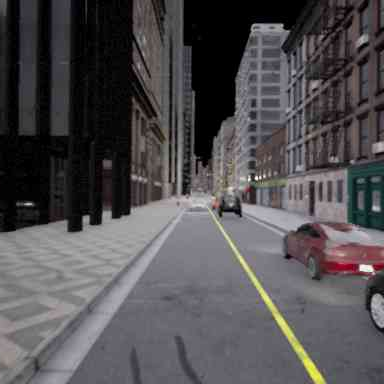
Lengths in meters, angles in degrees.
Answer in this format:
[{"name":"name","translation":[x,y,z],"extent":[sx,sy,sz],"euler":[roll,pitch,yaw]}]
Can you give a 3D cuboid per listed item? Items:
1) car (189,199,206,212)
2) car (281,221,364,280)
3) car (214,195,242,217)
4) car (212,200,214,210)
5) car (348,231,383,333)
[{"name":"car","translation":[0.713,1.594,39.780],"extent":[1.812,1.442,4.674],"euler":[1,0,1]},{"name":"car","translation":[4.052,1.591,9.966],"extent":[1.812,1.442,4.674],"euler":[1,0,1]},{"name":"car","translation":[3.605,1.315,32.586],"extent":[2.150,2.045,5.566],"euler":[1,0,2]},{"name":"car","translation":[3.819,1.458,45.050],"extent":[2.097,1.767,4.553],"euler":[1,0,1]},{"name":"car","translation":[3.938,1.558,3.968],"extent":[1.837,1.490,4.892],"euler":[1,0,1]}]
